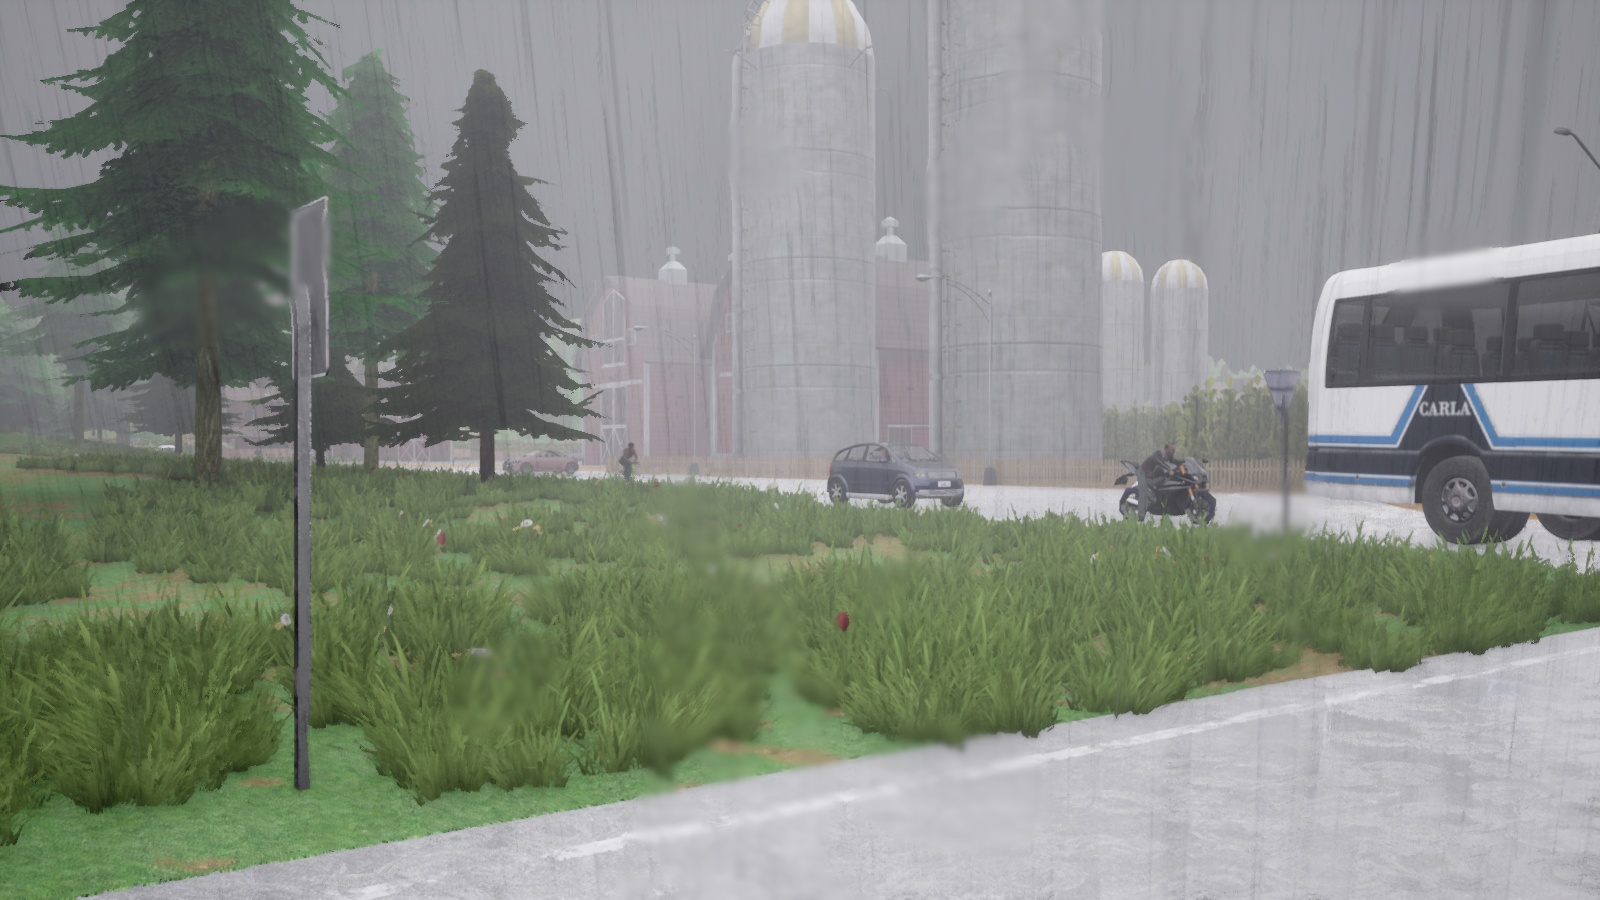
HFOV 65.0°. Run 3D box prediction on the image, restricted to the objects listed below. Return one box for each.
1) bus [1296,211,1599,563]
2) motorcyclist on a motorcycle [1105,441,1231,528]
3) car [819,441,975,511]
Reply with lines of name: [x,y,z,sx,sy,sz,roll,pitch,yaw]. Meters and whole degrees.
bus: [11.557,-0.771,15.792,3.944,4.253,10.273,0,1,-21]
motorcyclist on a motorcycle: [6.832,0.614,23.420,0.866,1.530,2.191,0,0,-34]
car: [2.268,0.583,30.112,1.789,1.549,3.705,0,0,-34]
